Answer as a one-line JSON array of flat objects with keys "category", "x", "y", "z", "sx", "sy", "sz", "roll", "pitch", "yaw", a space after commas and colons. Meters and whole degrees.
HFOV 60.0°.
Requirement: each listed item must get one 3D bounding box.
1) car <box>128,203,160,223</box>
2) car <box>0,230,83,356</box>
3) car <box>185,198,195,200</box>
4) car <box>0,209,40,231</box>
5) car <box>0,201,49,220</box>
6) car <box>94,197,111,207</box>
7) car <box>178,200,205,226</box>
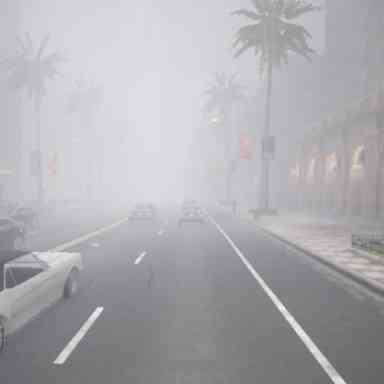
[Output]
[{"category": "car", "x": -3.560, "y": 1.548, "z": 25.113, "sx": 2.033, "sy": 1.411, "sz": 5.357, "roll": 0, "pitch": 0, "yaw": 0}, {"category": "car", "x": -3.412, "y": 1.601, "z": 5.531, "sx": 1.895, "sy": 1.301, "sz": 4.718, "roll": 0, "pitch": 0, "yaw": 0}, {"category": "car", "x": -0.256, "y": 1.506, "z": 42.685, "sx": 1.837, "sy": 1.490, "sz": 4.892, "roll": 0, "pitch": 0, "yaw": -1}, {"category": "car", "x": -7.043, "y": 1.493, "z": 10.405, "sx": 2.128, "sy": 1.511, "sz": 4.902, "roll": 0, "pitch": 0, "yaw": 1}, {"category": "car", "x": -10.592, "y": 1.492, "z": 19.274, "sx": 2.128, "sy": 1.511, "sz": 4.902, "roll": 0, "pitch": 0, "yaw": 0}, {"category": "car", "x": -14.061, "y": 1.482, "z": 52.548, "sx": 2.231, "sy": 1.521, "sz": 4.892, "roll": 0, "pitch": 0, "yaw": -1}, {"category": "car", "x": -0.054, "y": 1.548, "z": 23.635, "sx": 2.033, "sy": 1.411, "sz": 5.357, "roll": 0, "pitch": 0, "yaw": 0}]
